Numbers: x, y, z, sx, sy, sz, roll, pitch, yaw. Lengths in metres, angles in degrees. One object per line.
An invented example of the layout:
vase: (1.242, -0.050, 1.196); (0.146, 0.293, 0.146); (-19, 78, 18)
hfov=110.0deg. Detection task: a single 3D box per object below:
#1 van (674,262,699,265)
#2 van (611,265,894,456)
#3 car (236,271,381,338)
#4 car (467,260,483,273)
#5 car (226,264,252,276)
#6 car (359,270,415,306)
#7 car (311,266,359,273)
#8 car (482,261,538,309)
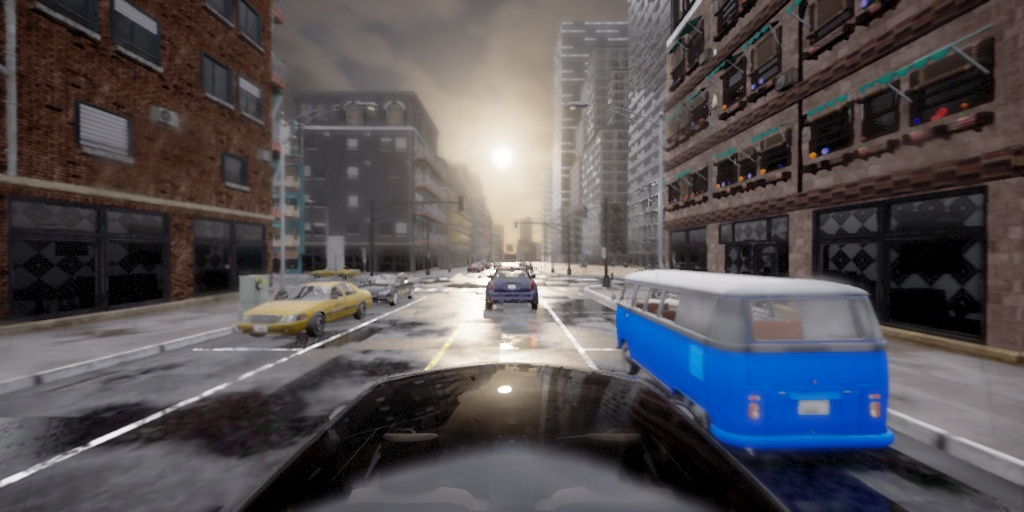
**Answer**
van: (14.678, 1.367, 28.045); (3.998, 1.789, 1.690); (0, 0, 0)
van: (2.688, 1.121, 5.022); (1.690, 1.789, 3.998); (0, 0, 0)
car: (-5.695, 1.359, 10.548); (1.751, 1.417, 4.829); (0, 0, 0)
car: (-5.713, 1.795, 54.446); (1.888, 1.381, 4.507); (0, 0, 0)
car: (-23.245, 1.550, 27.968); (4.097, 1.591, 1.967); (0, 0, 0)
car: (-5.698, 1.437, 16.381); (2.007, 1.370, 4.403); (0, 0, 0)
car: (-17.897, 1.577, 36.359); (4.829, 1.417, 1.751); (0, 0, 0)
car: (-0.002, 1.232, 15.916); (2.097, 1.767, 4.553); (0, -1, 0)
